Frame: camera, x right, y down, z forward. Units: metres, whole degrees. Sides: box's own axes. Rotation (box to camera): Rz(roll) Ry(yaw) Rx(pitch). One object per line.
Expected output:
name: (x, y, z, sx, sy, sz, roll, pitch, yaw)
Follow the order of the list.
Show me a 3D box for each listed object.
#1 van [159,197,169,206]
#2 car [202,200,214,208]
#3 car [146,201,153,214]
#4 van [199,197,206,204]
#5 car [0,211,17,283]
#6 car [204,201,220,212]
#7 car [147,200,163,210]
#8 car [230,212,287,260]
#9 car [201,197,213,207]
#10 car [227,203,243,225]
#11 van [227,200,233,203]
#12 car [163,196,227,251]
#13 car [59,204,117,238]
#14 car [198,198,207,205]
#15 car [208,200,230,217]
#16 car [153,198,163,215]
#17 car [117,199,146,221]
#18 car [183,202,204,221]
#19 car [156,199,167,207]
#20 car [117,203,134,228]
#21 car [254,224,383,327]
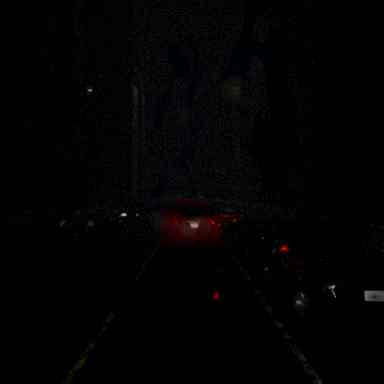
van: (-5.736, 1.915, 68.790, 1.690, 1.788, 3.998, 0, -1, 0)
car: (2.785, 2.057, 57.579, 1.802, 1.307, 4.206, 0, -1, 0)
car: (-5.746, 1.897, 40.742, 1.947, 1.339, 4.313, 0, 0, 0)
van: (2.795, 2.064, 85.626, 1.690, 1.788, 3.998, 0, -1, 0)
car: (-5.758, 1.372, 7.087, 2.192, 1.841, 5.009, 0, 0, 0)
car: (2.781, 1.944, 46.361, 1.947, 1.339, 4.313, 0, 0, 0)
car: (-5.742, 1.977, 51.961, 2.008, 1.369, 4.403, 0, 0, 0)
car: (2.768, 1.667, 12.708, 1.947, 1.339, 4.313, 0, 0, 0)
car: (2.787, 1.839, 63.190, 2.192, 1.841, 5.009, 0, -1, 0)
car: (2.773, 1.737, 23.926, 1.887, 1.381, 4.507, 0, 0, 0)
van: (2.775, 1.579, 29.537, 1.690, 1.788, 3.998, 0, 0, 0)
car: (0.101, 1.342, 14.935, 2.150, 2.045, 5.566, 0, 0, 0)
car: (-5.754, 1.587, 18.306, 1.967, 1.590, 4.097, 0, 0, 0)
car: (2.378, 2.087, 75.158, 1.801, 1.575, 5.366, 0, -1, 0)
car: (2.777, 1.724, 35.145, 1.967, 1.590, 4.097, 0, 0, 0)
car: (-3.079, 1.820, 38.752, 1.837, 1.490, 4.892, 0, -1, 0)
car: (-5.750, 1.553, 29.525, 2.192, 1.841, 5.009, 0, 0, 0)
car: (0.106, 1.757, 31.320, 1.837, 1.490, 4.892, 0, -1, 0)
car: (-5.738, 2.048, 63.009, 1.752, 1.417, 4.829, 0, -1, 0)
car: (-5.753, 1.743, 23.914, 2.008, 1.369, 4.403, 0, 0, 0)
car: (2.766, 1.623, 7.099, 1.947, 1.339, 4.313, 0, 0, 0)
